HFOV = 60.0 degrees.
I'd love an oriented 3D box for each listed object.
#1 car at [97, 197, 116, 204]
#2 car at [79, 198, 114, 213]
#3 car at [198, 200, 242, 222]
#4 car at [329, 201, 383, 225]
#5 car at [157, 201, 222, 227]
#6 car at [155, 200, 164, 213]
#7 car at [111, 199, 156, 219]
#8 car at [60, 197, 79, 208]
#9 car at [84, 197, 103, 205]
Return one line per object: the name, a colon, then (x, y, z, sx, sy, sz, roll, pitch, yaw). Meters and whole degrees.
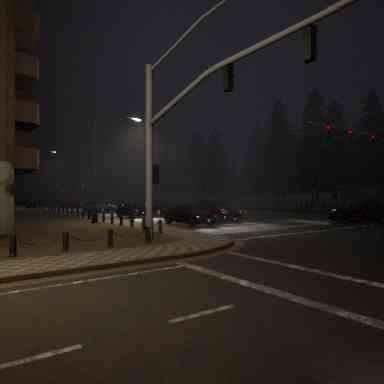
car: (-16.668, 1.680, 64.499, 1.895, 1.301, 4.718, 0, 0, -36)
car: (-11.156, 1.669, 38.576, 1.895, 1.301, 4.718, 0, 0, -36)
car: (1.882, 1.423, 26.453, 2.097, 1.767, 4.553, 0, 0, -36)
car: (12.589, 1.431, 24.498, 4.553, 1.767, 2.097, 0, -1, 35)
car: (-0.299, 1.594, 23.522, 1.812, 1.442, 4.674, 0, 0, -37)
car: (-3.353, 1.563, 33.723, 2.128, 1.511, 4.902, 0, 0, -36)
car: (-5.415, 1.632, 30.591, 1.994, 1.385, 4.181, 0, 0, -36)
car: (-17.265, 1.546, 47.122, 1.882, 1.535, 5.008, 0, 0, -35)
car: (-17.994, 1.676, 60.379, 1.895, 1.301, 4.718, 0, 0, -36)
